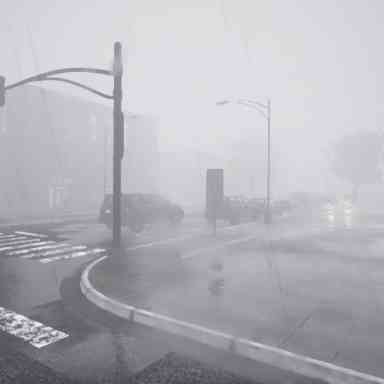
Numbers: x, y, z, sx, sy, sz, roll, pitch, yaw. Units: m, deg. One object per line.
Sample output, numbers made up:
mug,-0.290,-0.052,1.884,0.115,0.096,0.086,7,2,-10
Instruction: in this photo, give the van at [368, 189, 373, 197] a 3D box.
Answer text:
van,40.587,0.301,76.852,1.690,1.788,3.998,1,2,35

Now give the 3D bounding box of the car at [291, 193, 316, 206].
car,15.040,0.924,44.613,1.882,1.535,5.008,1,1,35

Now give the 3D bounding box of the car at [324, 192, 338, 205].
car,18.495,1.008,44.959,1.947,1.339,4.313,1,2,35

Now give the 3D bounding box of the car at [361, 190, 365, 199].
car,31.117,0.750,63.186,1.802,1.307,4.206,1,2,35

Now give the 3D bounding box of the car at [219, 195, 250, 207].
car,5.287,1.069,40.606,1.947,1.339,4.313,1,2,35

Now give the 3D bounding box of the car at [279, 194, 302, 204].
car,14.818,0.970,49.660,1.895,1.301,4.718,1,1,35

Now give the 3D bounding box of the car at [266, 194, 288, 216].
car,5.874,1.151,26.729,1.967,1.590,4.097,1,2,35

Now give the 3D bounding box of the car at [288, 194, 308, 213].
car,9.029,1.195,31.289,2.008,1.369,4.403,1,2,35

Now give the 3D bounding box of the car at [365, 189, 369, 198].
car,34.370,0.622,67.881,1.752,1.417,4.829,1,2,35

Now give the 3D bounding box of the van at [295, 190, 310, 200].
van,21.067,0.504,63.384,1.690,1.788,3.998,1,2,35

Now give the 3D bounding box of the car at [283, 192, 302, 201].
car,17.813,0.759,58.692,1.752,1.417,4.829,1,2,35

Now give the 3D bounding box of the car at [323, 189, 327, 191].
car,27.378,0.464,72.500,1.967,1.590,4.097,1,2,35

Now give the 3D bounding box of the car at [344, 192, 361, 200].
car,27.962,0.788,58.628,2.008,1.369,4.403,1,2,35

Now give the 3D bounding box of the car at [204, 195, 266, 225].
car,2.719,1.093,22.169,2.192,1.841,5.009,1,2,35

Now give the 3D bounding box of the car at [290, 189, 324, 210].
car,12.187,0.892,35.840,2.192,1.841,5.009,1,2,35

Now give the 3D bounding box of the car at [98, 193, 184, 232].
car,-2.721,1.044,19.056,2.150,2.045,5.566,1,1,35

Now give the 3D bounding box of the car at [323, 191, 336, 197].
car,33.687,0.436,81.616,2.008,1.369,4.403,2,2,35
